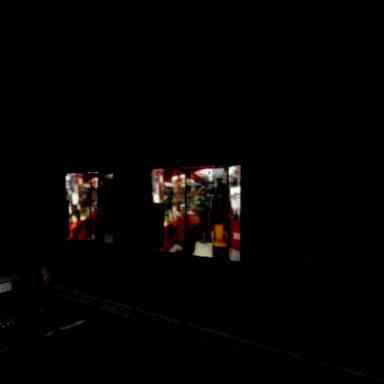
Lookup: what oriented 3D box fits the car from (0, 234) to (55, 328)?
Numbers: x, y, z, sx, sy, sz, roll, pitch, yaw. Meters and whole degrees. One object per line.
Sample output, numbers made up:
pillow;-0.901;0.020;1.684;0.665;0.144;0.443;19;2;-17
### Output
car;-4.330;1.415;5.963;4.097;1.590;1.967;0;0;35
